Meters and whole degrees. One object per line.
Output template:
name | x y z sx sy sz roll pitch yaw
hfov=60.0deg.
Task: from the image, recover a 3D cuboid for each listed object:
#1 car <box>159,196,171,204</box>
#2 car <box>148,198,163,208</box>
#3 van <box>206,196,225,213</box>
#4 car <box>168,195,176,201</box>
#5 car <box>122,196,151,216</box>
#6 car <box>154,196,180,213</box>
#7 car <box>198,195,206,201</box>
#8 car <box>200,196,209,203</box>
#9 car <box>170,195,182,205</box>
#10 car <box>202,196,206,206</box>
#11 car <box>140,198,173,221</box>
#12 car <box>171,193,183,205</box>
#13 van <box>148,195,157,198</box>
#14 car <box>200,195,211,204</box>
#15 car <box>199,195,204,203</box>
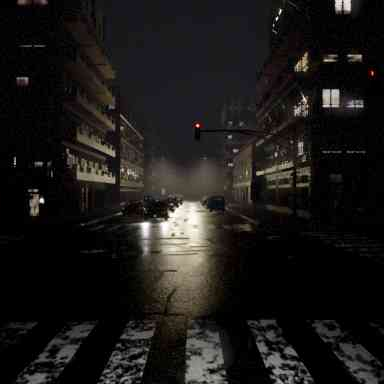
car | -5.253 1.523 65.409 1.887 1.381 4.507 0 0 0
car | -5.317 1.568 48.665 1.802 1.307 4.206 0 0 0
van | 2.730 1.331 36.873 1.690 1.788 3.998 0 0 0
car | -5.233 1.512 87.735 2.008 1.369 4.403 0 0 0
car | -5.414 1.432 31.920 1.967 1.590 4.097 0 0 0
car | -2.814 1.537 37.036 2.033 1.411 5.357 0 0 0
car | 2.648 1.527 87.728 1.947 1.339 4.313 0 0 0
car | 2.632 1.520 70.983 1.887 1.381 4.507 0 0 0
car | -2.795 1.512 46.948 1.812 1.442 4.674 0 0 0
car | 2.701 1.533 43.077 1.887 1.381 4.507 0 0 0
car | -2.812 1.519 27.390 1.812 1.442 4.674 0 0 -1
car | -2.747 1.204 57.591 2.150 2.045 5.566 0 0 1
van | -5.369 1.329 43.084 1.690 1.788 3.998 0 0 0
car | 2.627 1.419 65.401 1.967 1.590 4.097 0 0 0
car | 2.619 1.550 54.239 1.947 1.339 4.313 0 0 0
